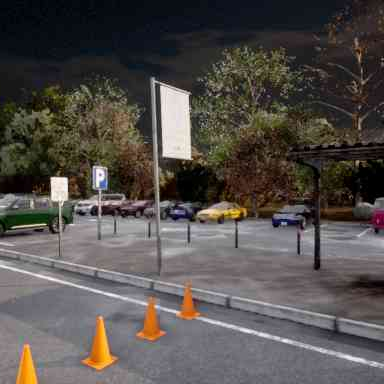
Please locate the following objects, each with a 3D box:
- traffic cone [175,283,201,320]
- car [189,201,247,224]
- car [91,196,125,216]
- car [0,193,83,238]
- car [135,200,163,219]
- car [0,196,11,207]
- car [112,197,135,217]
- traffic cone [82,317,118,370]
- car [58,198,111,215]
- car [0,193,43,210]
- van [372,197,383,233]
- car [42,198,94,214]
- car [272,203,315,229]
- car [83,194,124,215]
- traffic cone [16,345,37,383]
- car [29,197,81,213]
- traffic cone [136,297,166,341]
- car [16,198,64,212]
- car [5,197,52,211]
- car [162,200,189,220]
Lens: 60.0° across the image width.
[{"bbox_3d":[-0.071,1.957,6.056,0.340,0.580,0.340,0,0,36],"label":"traffic cone"},{"bbox_3d":[2.326,1.475,25.189,1.946,1.575,5.366,0,0,35],"label":"car"},{"bbox_3d":[-6.648,1.467,31.729,2.097,1.535,5.008,0,0,35],"label":"car"},{"bbox_3d":[-8.933,1.221,17.308,2.435,2.045,5.566,0,0,35],"label":"car"},{"bbox_3d":[-2.105,1.474,28.538,2.231,1.521,4.892,0,0,35],"label":"car"},{"bbox_3d":[-29.259,1.335,47.839,1.946,1.575,5.366,1,0,35],"label":"car"},{"bbox_3d":[-4.377,1.470,30.133,2.097,1.535,5.008,0,0,35],"label":"car"},{"bbox_3d":[-1.221,1.957,4.424,0.340,0.580,0.340,0,0,35],"label":"traffic cone"},{"bbox_3d":[-11.196,1.463,34.911,2.231,1.521,4.892,0,0,35],"label":"car"},{"bbox_3d":[-22.567,1.155,42.875,2.435,2.045,5.566,0,0,35],"label":"car"},{"bbox_3d":[11.583,1.264,19.053,1.878,1.987,4.442,0,0,35],"label":"van"},{"bbox_3d":[-13.468,1.456,36.509,2.097,1.535,5.008,0,0,35],"label":"car"},{"bbox_3d":[6.958,1.513,22.125,2.163,1.488,4.792,0,0,35],"label":"car"},{"bbox_3d":[-8.938,1.213,33.297,2.435,2.045,5.566,0,0,35],"label":"car"},{"bbox_3d":[-1.796,1.957,3.607,0.340,0.580,0.340,0,0,35],"label":"traffic cone"},{"bbox_3d":[-15.631,1.445,38.261,1.946,1.575,5.366,0,0,35],"label":"car"},{"bbox_3d":[-0.645,1.957,5.240,0.340,0.580,0.340,0,0,35],"label":"traffic cone"},{"bbox_3d":[-18.022,1.470,39.679,2.163,1.488,4.792,0,0,35],"label":"car"},{"bbox_3d":[-20.266,1.453,41.327,2.163,1.488,4.792,0,0,35],"label":"car"},{"bbox_3d":[0.178,1.505,26.961,2.163,1.488,4.792,0,0,35],"label":"car"}]
